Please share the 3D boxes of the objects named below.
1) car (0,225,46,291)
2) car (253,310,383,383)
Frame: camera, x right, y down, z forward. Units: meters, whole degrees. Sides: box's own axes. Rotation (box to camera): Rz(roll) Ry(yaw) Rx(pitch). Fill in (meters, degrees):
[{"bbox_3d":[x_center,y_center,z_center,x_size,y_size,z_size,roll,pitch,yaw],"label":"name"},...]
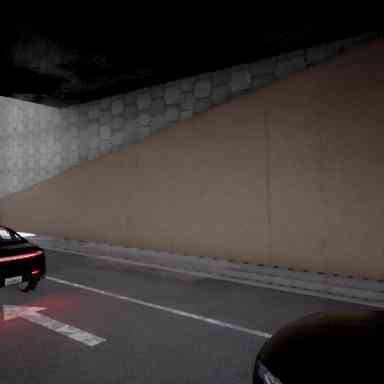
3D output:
[{"bbox_3d":[-5.402,1.491,7.805,4.902,1.511,2.128,0,0,35],"label":"car"},{"bbox_3d":[2.735,1.492,1.963,4.902,1.511,2.128,0,0,36],"label":"car"}]
